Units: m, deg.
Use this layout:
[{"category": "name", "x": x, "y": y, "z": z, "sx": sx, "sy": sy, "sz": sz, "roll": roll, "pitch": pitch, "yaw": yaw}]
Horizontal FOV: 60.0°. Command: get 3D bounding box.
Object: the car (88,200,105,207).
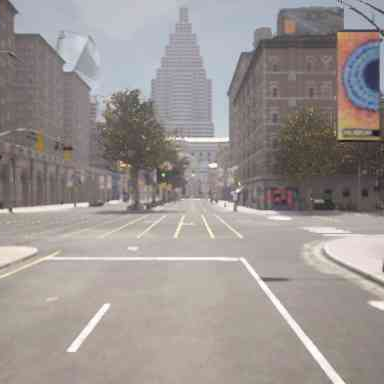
[{"category": "car", "x": -18.069, "y": 2.156, "z": 62.935, "sx": 1.895, "sy": 1.301, "sz": 4.718, "roll": 0, "pitch": -1, "yaw": 0}]
